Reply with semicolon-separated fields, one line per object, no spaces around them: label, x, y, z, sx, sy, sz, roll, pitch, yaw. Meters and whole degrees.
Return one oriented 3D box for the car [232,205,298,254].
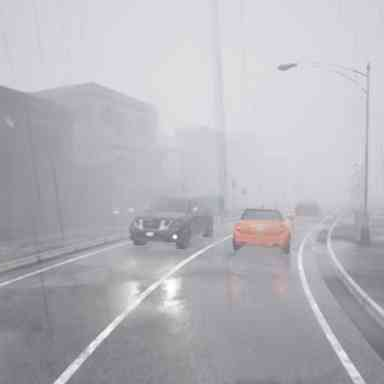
car;3.153;1.368;14.012;2.097;1.767;4.553;1;0;19

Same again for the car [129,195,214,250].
car;-0.634;1.177;14.682;2.150;2.045;5.566;1;0;19

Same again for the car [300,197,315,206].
car;20.220;1.637;58.071;1.837;1.490;4.892;1;0;27

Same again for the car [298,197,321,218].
car;10.867;1.558;31.085;1.882;1.535;5.008;1;0;26
